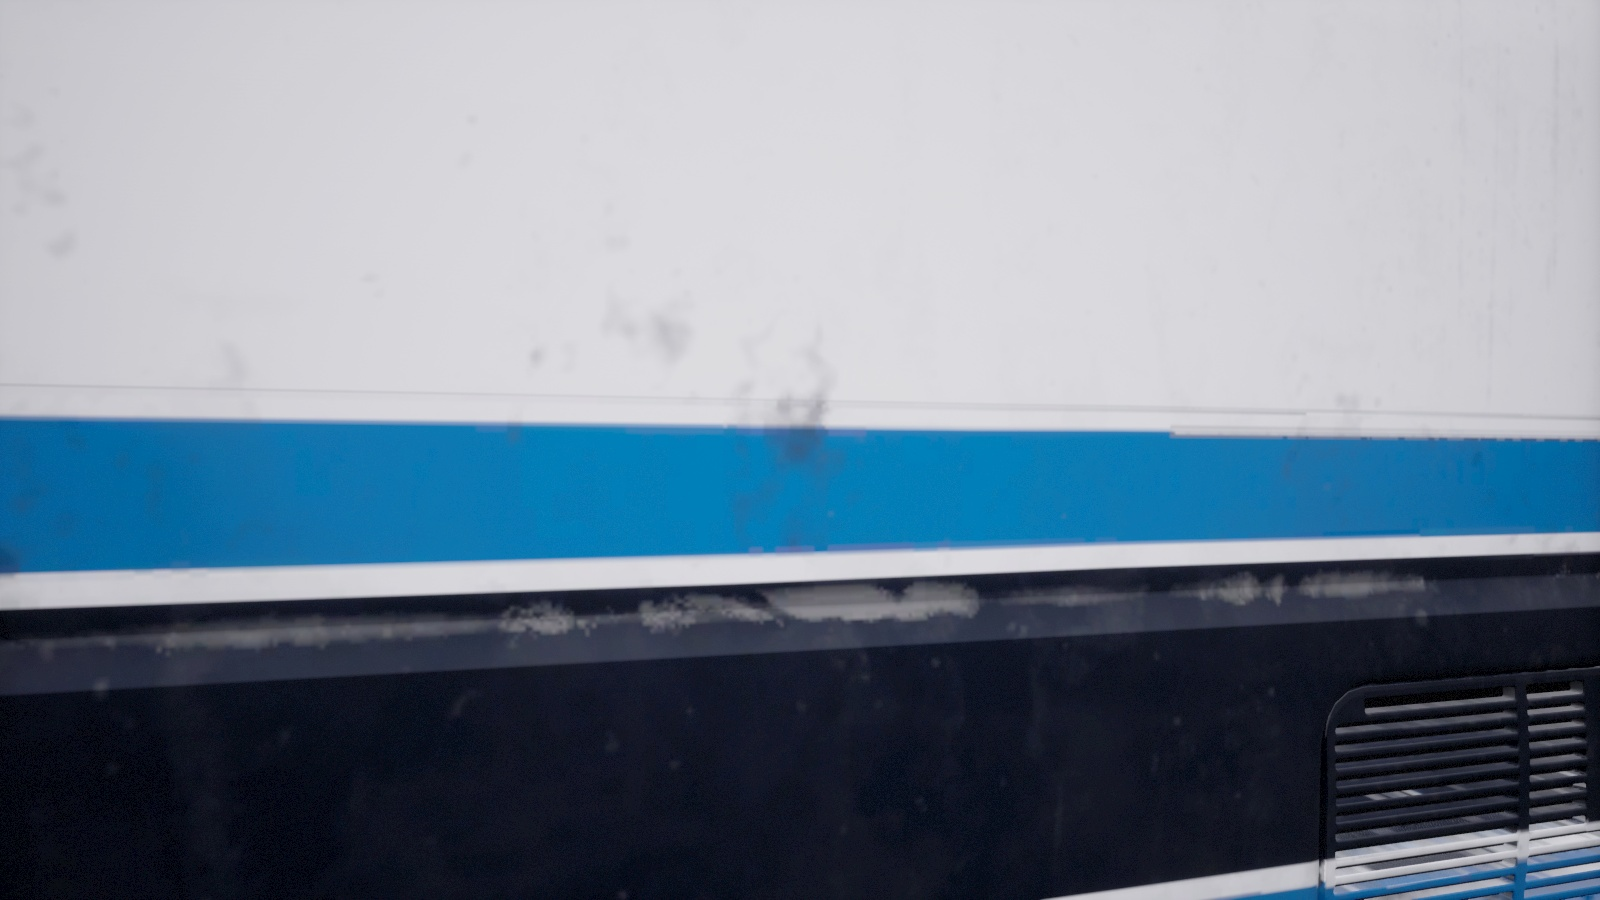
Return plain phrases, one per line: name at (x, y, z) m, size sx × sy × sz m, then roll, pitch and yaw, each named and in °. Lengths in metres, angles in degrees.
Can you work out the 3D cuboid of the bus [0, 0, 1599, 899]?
bus at (0.063, -0.632, 3.246) m, size 10.273 × 4.253 × 3.944 m, roll -1°, pitch 1°, yaw -21°
